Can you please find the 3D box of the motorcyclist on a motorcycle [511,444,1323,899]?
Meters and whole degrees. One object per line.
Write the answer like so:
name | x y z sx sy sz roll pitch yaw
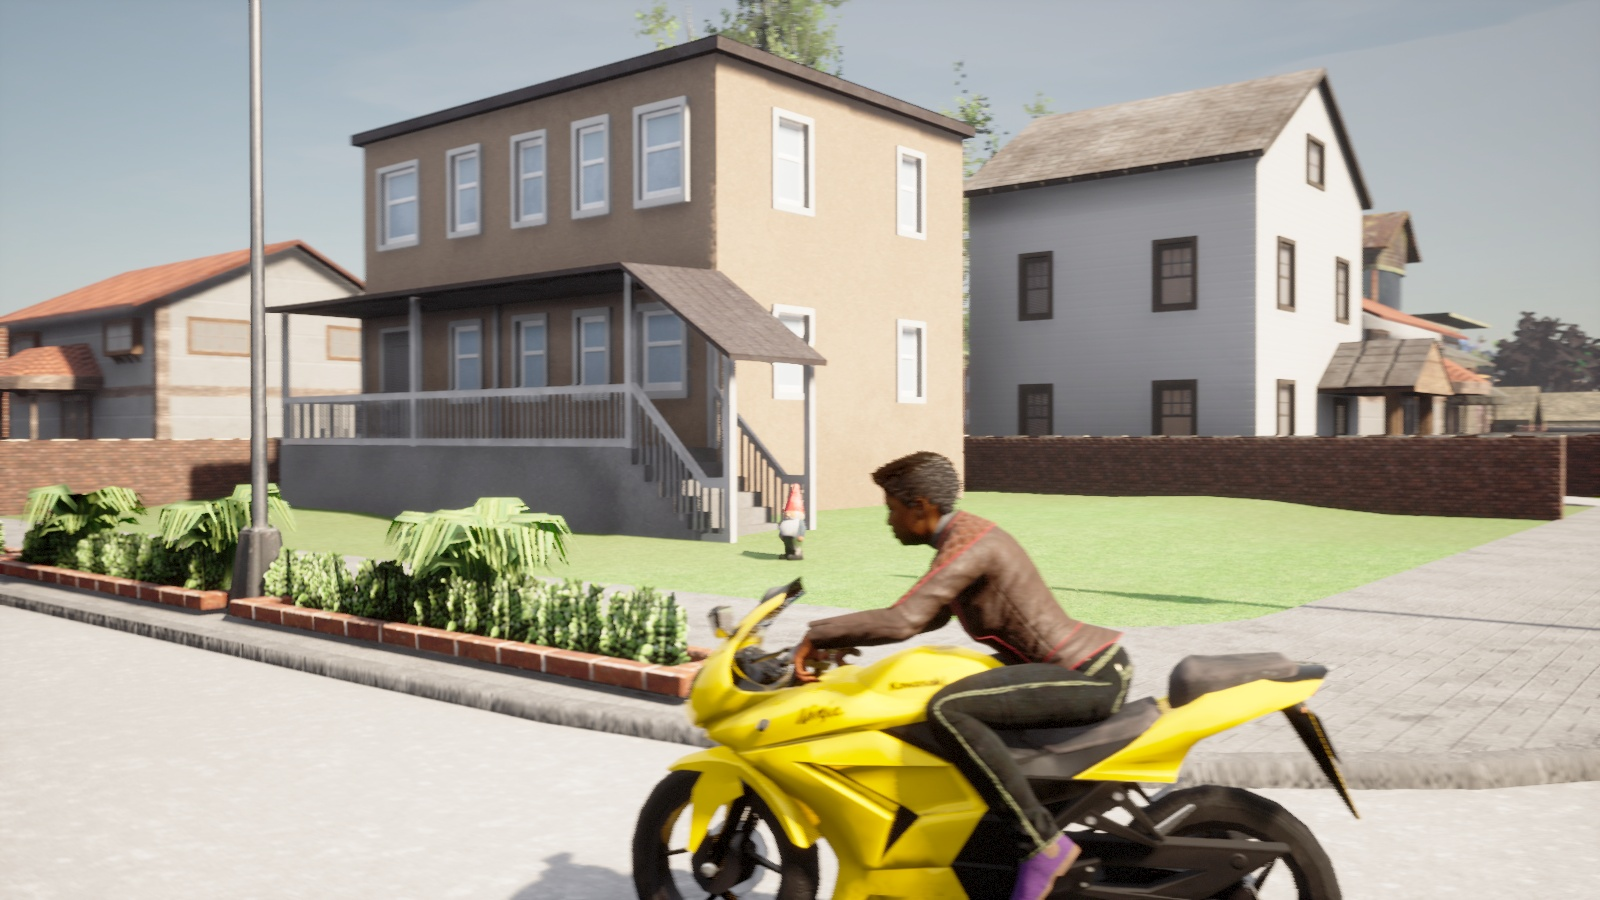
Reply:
motorcyclist on a motorcycle | 0.313 0.764 3.545 2.044 1.523 0.797 0 -1 14
